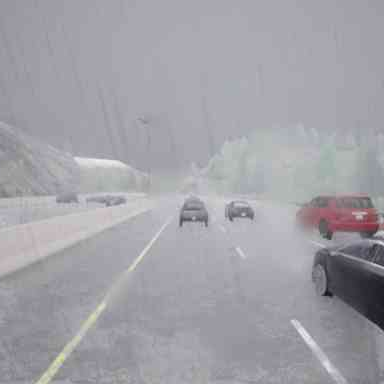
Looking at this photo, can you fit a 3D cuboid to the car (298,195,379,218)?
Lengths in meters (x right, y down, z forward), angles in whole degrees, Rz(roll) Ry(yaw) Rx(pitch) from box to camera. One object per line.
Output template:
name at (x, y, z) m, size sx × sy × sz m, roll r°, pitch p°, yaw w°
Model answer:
car at (7.126, 1.139, 16.800) m, size 2.150 × 2.045 × 5.566 m, roll 0°, pitch 0°, yaw 0°

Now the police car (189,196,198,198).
police car at (0.135, 1.304, 41.496) m, size 2.038 × 1.542 × 4.974 m, roll 0°, pitch 0°, yaw 0°

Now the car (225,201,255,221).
car at (3.623, 1.401, 25.660) m, size 1.812 × 1.442 × 4.674 m, roll 0°, pitch 0°, yaw 0°

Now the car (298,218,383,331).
car at (3.605, 1.464, 5.551) m, size 2.128 × 1.511 × 4.902 m, roll 0°, pitch 0°, yaw 0°

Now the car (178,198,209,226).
car at (0.120, 1.382, 22.499) m, size 2.128 × 1.511 × 4.902 m, roll 0°, pitch 0°, yaw 0°
